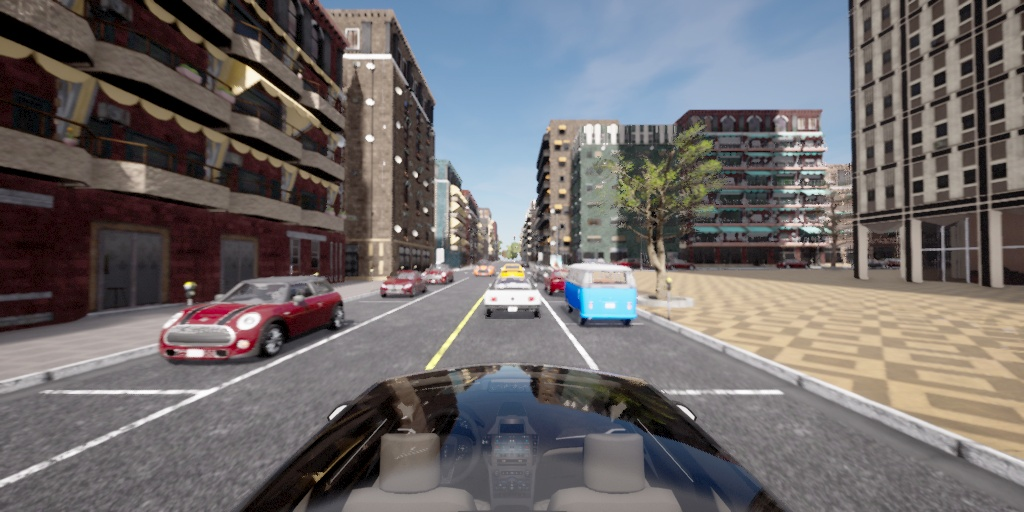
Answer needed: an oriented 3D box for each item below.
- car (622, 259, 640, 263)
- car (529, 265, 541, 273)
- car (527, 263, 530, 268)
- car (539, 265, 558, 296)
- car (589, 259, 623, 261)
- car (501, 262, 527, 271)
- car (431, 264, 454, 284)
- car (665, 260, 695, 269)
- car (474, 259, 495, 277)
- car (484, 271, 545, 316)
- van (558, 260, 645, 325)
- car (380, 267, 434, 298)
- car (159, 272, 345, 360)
[{"bbox_3d":[19.306,1.374,61.244,5.009,1.841,2.192,0,0,0],"label":"car"},{"bbox_3d":[2.825,1.498,30.709,2.007,1.370,4.403,0,0,0],"label":"car"},{"bbox_3d":[2.826,1.537,36.279,2.007,1.370,4.403,0,0,0],"label":"car"},{"bbox_3d":[2.778,1.421,20.279,1.888,1.381,4.507,0,0,0],"label":"car"},{"bbox_3d":[13.716,1.504,52.905,4.207,1.307,1.802,0,0,0],"label":"car"},{"bbox_3d":[0.057,1.424,30.573,1.882,1.535,5.008,0,0,1],"label":"car"},{"bbox_3d":[-5.815,1.372,28.475,1.967,1.591,4.097,0,0,0],"label":"car"},{"bbox_3d":[24.771,1.277,52.824,4.097,1.591,1.967,0,0,0],"label":"car"},{"bbox_3d":[-3.040,1.365,40.269,2.097,1.767,4.553,0,0,0],"label":"car"},{"bbox_3d":[0.040,1.432,13.724,1.895,1.301,4.718,0,0,0],"label":"car"},{"bbox_3d":[2.721,1.159,11.818,1.690,1.789,3.998,0,0,0],"label":"van"},{"bbox_3d":[-5.766,1.453,19.571,1.802,1.307,4.207,0,0,0],"label":"car"},{"bbox_3d":[-5.693,1.235,8.432,1.967,1.591,4.097,0,0,0],"label":"car"}]
